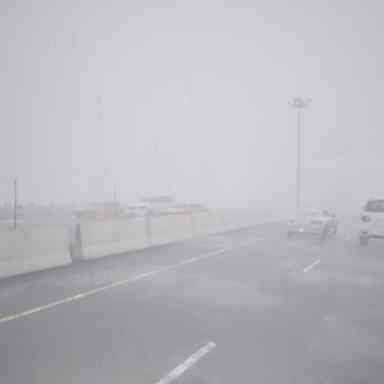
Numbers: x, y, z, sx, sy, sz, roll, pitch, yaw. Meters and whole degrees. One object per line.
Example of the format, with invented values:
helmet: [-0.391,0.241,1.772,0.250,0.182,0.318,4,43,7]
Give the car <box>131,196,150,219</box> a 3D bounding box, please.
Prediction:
car: [-3.299,1.288,28.704,2.150,2.045,5.566,0,-1,33]

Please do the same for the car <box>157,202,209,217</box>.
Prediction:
car: [-0.496,1.546,26.588,1.882,1.535,5.008,0,-1,33]

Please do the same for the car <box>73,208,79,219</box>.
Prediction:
car: [-7.697,1.511,28.321,1.882,1.535,5.008,0,0,33]

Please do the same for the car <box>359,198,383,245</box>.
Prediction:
car: [9.013,1.268,15.099,2.150,2.045,5.566,0,0,33]

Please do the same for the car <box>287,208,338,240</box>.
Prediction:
car: [6.344,1.572,17.424,1.812,1.442,4.674,0,0,33]
